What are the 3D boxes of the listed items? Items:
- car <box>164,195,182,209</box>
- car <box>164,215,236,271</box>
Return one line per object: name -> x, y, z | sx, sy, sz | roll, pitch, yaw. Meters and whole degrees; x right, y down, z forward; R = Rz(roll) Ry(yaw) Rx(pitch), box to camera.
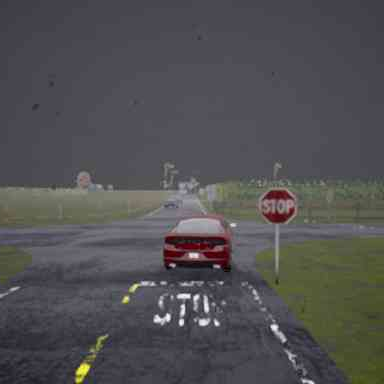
car -> -2.834, 1.534, 46.481 | 2.033, 1.411, 5.357 | 0, 0, 0
car -> 0.405, 1.478, 11.009 | 1.882, 1.535, 5.008 | 0, 0, 8
